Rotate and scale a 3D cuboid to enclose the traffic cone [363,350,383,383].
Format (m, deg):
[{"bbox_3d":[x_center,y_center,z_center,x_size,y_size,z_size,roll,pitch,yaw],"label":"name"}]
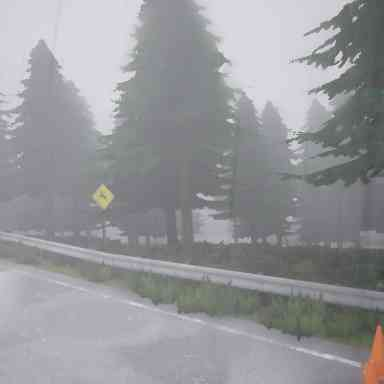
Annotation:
[{"bbox_3d":[1.778,1.956,3.283,0.340,0.580,0.340,0,0,34],"label":"traffic cone"}]

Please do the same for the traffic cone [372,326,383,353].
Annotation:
[{"bbox_3d":[2.323,1.956,4.118,0.340,0.580,0.340,0,0,34],"label":"traffic cone"}]
